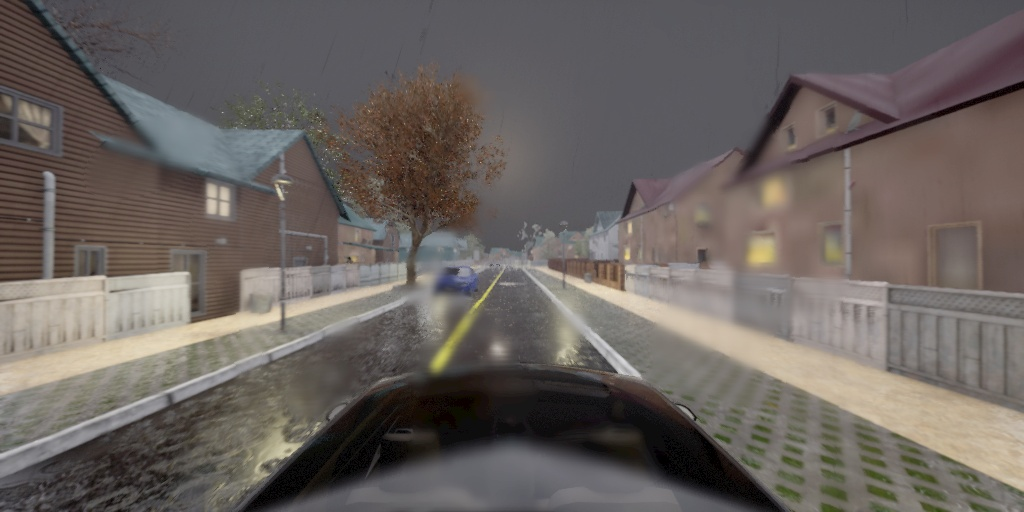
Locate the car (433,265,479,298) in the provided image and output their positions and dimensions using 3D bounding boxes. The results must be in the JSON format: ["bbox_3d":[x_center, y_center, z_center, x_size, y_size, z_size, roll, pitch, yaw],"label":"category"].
[{"bbox_3d":[-2.852,1.261,18.966,1.882,1.535,5.008,0,0,0],"label":"car"}]

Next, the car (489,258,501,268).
[{"bbox_3d":[-2.754,1.140,59.498,1.837,1.490,4.892,0,0,0],"label":"car"}]
